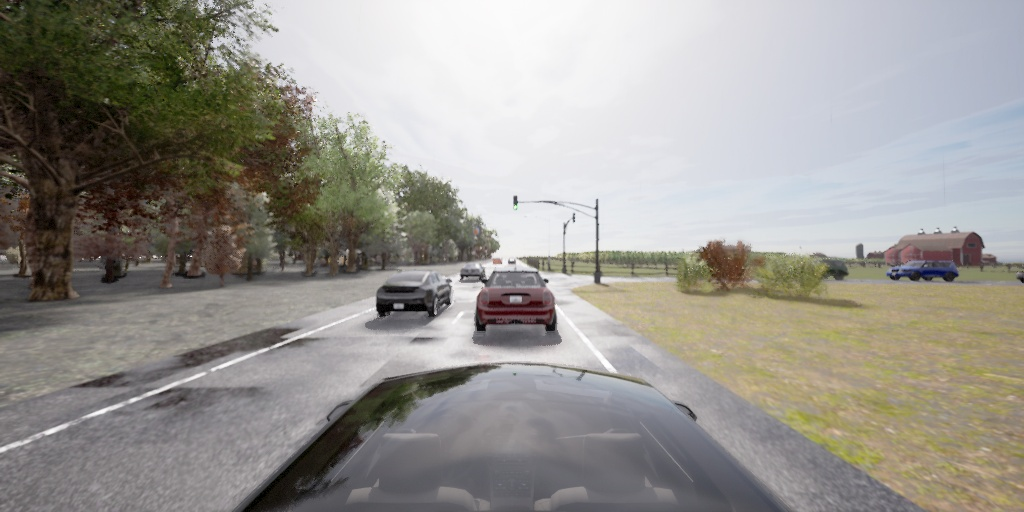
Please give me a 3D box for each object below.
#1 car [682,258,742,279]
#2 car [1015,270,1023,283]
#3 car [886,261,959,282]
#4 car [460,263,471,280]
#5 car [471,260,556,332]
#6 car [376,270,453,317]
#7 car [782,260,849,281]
[{"bbox_3d":[19.910,1.251,35.906,5.566,2.045,2.150,1,-1,0],"label":"car"},{"bbox_3d":[48.507,1.772,32.136,4.902,1.511,2.128,1,-1,1],"label":"car"},{"bbox_3d":[40.921,1.480,35.787,5.566,2.045,2.150,1,-1,1],"label":"car"},{"bbox_3d":[-3.401,1.307,31.519,2.033,1.411,5.357,0,0,0],"label":"car"},{"bbox_3d":[0.096,1.105,11.067,2.097,1.767,4.553,0,0,0],"label":"car"},{"bbox_3d":[-3.399,1.259,13.166,1.837,1.490,4.892,0,0,0],"label":"car"},{"bbox_3d":[30.288,1.364,35.857,5.566,2.045,2.150,1,-1,0],"label":"car"}]
